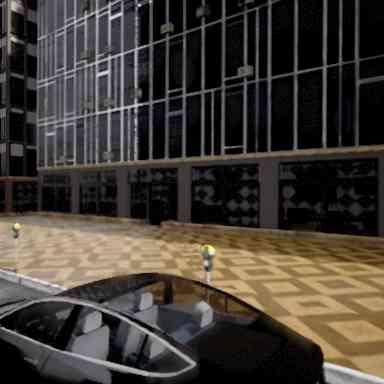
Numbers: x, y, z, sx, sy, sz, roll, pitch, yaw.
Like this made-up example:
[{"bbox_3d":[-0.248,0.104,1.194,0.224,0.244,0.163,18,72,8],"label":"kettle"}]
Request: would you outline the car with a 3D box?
[{"bbox_3d":[-0.855,1.555,3.484,4.313,1.339,1.947,0,0,35],"label":"car"}]
